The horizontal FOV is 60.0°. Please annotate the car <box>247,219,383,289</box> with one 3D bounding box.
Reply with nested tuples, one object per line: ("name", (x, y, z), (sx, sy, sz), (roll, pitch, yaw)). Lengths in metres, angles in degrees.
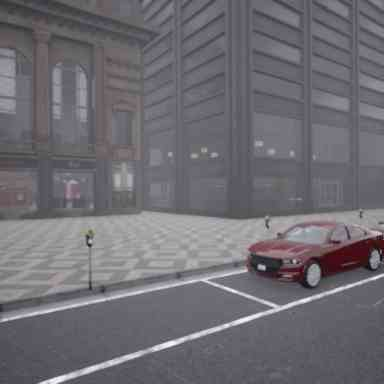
("car", (3.440, 1.472, 8.983), (4.507, 1.381, 1.887), (-1, 0, -35))
